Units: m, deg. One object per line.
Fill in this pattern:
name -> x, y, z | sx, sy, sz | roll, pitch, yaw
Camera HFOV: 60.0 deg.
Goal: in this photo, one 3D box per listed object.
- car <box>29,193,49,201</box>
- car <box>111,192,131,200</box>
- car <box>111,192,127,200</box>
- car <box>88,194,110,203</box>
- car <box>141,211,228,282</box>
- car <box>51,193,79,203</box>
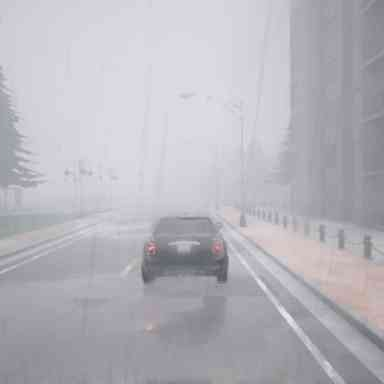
car -> -36.831, 1.376, 79.114 | 3.633, 1.501, 1.845 | 0, 0, -1
car -> -18.333, 1.032, 82.971 | 4.605, 1.855, 1.932 | 0, 0, -1
car -> -18.784, 1.007, 85.871 | 3.866, 1.878, 1.905 | 0, 0, -1
car -> -18.220, 1.351, 64.388 | 3.633, 1.501, 1.845 | 0, 0, -1
car -> -0.153, 1.324, 9.846 | 2.097, 1.767, 4.553 | -1, 0, 1
car -> -25.680, 1.400, 67.269 | 3.806, 1.475, 1.970 | 0, 0, -1
